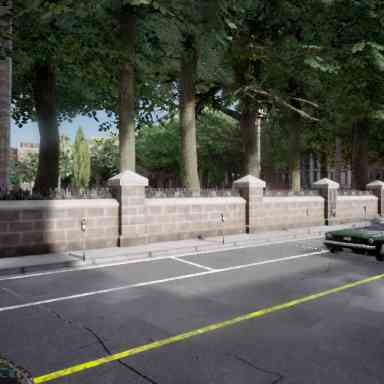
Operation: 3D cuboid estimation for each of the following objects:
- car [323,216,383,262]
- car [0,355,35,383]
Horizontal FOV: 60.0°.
[{"bbox_3d":[6.881,1.597,12.157,4.718,1.301,1.895,0,0,-35],"label":"car"},{"bbox_3d":[-3.095,1.492,1.104,4.902,1.511,2.128,0,0,-36],"label":"car"}]
